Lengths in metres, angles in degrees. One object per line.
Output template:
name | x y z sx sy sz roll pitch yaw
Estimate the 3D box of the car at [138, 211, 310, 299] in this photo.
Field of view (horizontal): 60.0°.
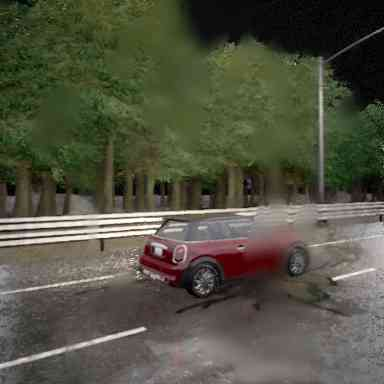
car | 0.999 1.337 8.643 4.553 1.767 2.097 0 0 -35
